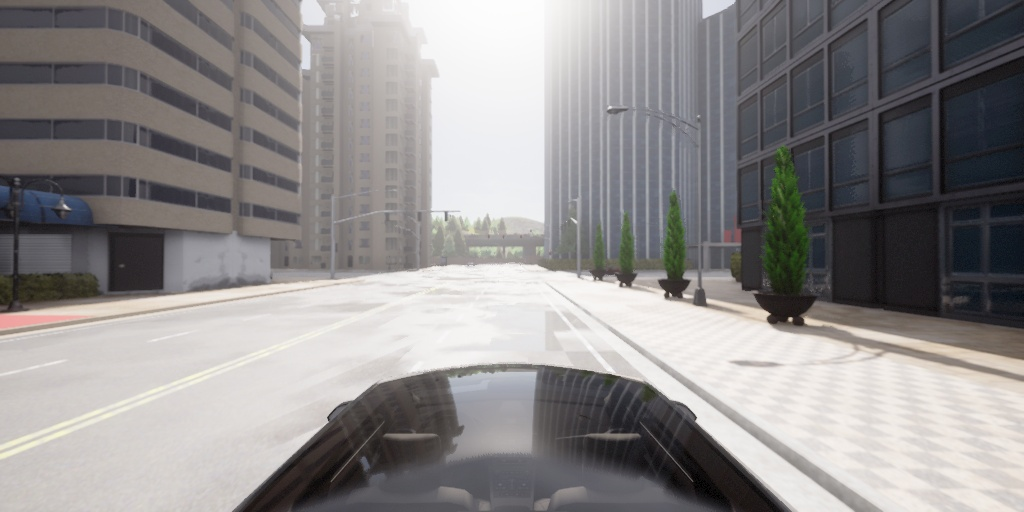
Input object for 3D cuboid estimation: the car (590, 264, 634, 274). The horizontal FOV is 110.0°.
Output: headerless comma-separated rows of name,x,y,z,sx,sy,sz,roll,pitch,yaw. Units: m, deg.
car,11.584,1.634,41.673,4.718,1.301,1.895,0,-1,-1
